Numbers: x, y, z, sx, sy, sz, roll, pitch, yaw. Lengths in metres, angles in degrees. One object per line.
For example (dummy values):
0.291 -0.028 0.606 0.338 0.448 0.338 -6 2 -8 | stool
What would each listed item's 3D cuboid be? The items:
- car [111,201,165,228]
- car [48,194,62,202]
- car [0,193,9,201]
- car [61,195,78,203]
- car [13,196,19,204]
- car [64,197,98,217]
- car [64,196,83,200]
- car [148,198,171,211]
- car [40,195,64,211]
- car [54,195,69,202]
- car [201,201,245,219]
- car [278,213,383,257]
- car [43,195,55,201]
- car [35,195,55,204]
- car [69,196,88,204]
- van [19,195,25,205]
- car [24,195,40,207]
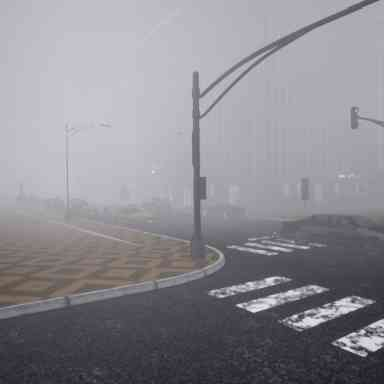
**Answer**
-4.019 1.551 22.819 1.752 1.417 4.829 -1 1 -36 | car
-29.994 1.256 72.783 1.967 1.590 4.097 -1 1 -36 | car
-46.111 1.449 81.739 1.887 1.381 4.507 -1 1 -36 | car
-23.516 1.385 63.752 2.008 1.369 4.403 -1 1 -36 | car
-33.158 1.494 63.676 2.008 1.369 4.403 -1 1 -36 | car
-10.440 1.533 31.893 1.752 1.417 4.829 -1 1 -36 | car
-14.138 1.475 41.551 1.812 1.442 4.674 -1 1 -36 | car
-4.041 1.328 36.691 1.967 1.590 4.097 -1 1 -36 | car
-16.967 1.429 41.095 1.967 1.590 4.097 -1 1 -36 | car
-26.755 1.407 68.268 1.802 1.307 4.206 -1 1 -36 | car
2.496 1.455 27.700 2.008 1.369 4.403 -1 1 -36 | car
6.058 1.553 13.401 2.033 1.411 5.357 0 0 -36 | car
-33.331 1.331 77.437 1.752 1.417 4.829 -1 1 -36 | car
-25.188 1.261 56.956 2.128 1.511 4.902 -1 1 -36 | car
-20.278 1.388 59.236 1.887 1.381 4.507 -1 1 -36 | car
-26.684 1.303 54.642 1.690 1.788 3.998 -1 1 -36 | van
-23.444 1.411 50.127 1.967 1.590 4.097 -1 1 -36 | car
